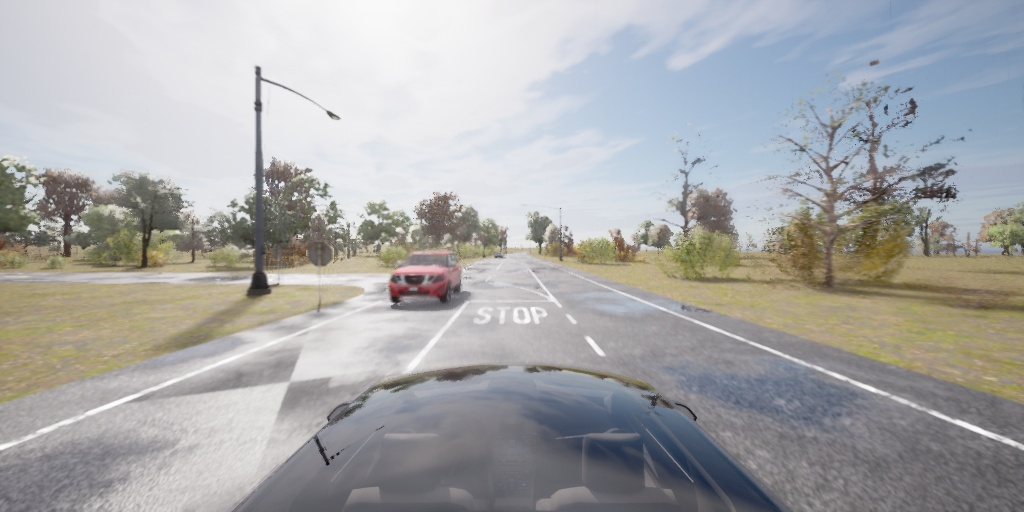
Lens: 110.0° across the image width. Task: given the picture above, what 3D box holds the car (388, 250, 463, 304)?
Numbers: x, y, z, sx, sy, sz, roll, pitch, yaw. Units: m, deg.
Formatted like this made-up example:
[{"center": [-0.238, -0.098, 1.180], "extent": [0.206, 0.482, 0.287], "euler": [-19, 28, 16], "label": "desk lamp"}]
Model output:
[{"center": [-3.496, 0.774, 15.532], "extent": [2.150, 2.045, 5.566], "euler": [0, 1, 0], "label": "car"}]
